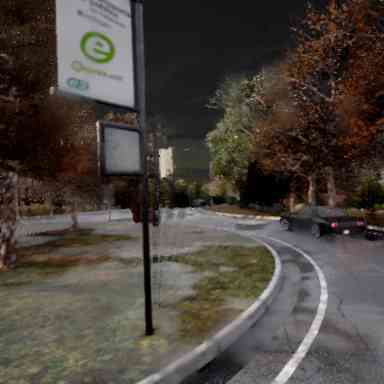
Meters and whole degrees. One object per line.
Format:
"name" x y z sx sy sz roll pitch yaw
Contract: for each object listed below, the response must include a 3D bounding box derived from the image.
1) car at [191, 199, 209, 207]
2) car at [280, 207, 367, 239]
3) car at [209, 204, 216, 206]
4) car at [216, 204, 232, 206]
"car" 1.501 2.462 69.879 2.150 2.045 5.566 -2 -4 14
"car" 6.038 1.378 16.092 1.895 1.301 4.718 -2 0 -11
"car" 5.375 3.701 84.735 1.895 1.301 4.718 -2 -4 14
"car" 7.819 3.530 80.216 1.895 1.301 4.718 -2 -4 14
